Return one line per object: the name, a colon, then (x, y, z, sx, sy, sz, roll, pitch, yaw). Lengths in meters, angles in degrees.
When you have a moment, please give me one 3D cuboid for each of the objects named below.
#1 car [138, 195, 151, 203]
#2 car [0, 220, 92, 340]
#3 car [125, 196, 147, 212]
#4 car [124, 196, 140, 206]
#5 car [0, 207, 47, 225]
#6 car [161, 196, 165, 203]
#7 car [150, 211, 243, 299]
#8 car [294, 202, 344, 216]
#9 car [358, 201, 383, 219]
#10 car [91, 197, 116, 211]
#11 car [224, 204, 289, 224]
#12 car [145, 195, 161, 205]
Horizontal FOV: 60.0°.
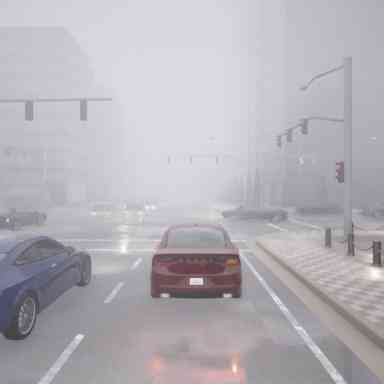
car: (-10.355, 1.525, 73.226, 2.128, 1.511, 4.902, 0, 0, 0)
car: (-3.417, 1.526, 6.407, 1.812, 1.442, 4.674, 0, 0, 0)
car: (-6.753, 1.526, 39.792, 1.812, 1.442, 4.674, 0, 0, -4)
car: (-10.464, 1.504, 57.956, 1.837, 1.490, 4.892, 0, 0, 0)
car: (-10.563, 1.588, 19.934, 1.895, 1.301, 4.718, 0, 0, 0)
car: (-6.857, 1.525, 72.139, 2.128, 1.511, 4.902, 0, 0, 0)
car: (0.097, 1.478, 8.535, 1.882, 1.535, 5.008, 0, 0, 0)
car: (12.044, 1.545, 30.959, 4.718, 1.301, 1.895, 0, 0, 1)
car: (16.335, 1.436, 27.413, 4.902, 1.511, 2.128, 0, 0, 0)
car: (-10.521, 1.352, 39.751, 2.097, 1.767, 4.553, 0, 0, 0)
car: (4.572, 1.546, 24.102, 4.718, 1.301, 1.895, 0, 0, 14)
car: (-6.971, 1.490, 56.885, 2.128, 1.511, 4.902, 0, 0, 0)
